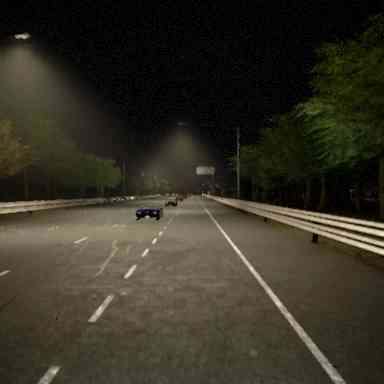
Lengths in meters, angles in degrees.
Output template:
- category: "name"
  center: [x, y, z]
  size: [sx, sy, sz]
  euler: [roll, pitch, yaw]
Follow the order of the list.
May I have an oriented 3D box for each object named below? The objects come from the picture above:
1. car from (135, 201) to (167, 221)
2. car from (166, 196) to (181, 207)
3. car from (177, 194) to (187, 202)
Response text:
- category: "car"
  center: [-3.459, 1.658, 27.991]
  size: [1.895, 1.301, 4.718]
  euler: [0, 0, 0]
- category: "car"
  center: [-3.336, 1.736, 54.980]
  size: [1.895, 1.301, 4.718]
  euler: [0, 0, 0]
- category: "car"
  center: [-3.113, 1.575, 84.116]
  size: [2.097, 1.767, 4.553]
  euler: [0, 0, 1]
